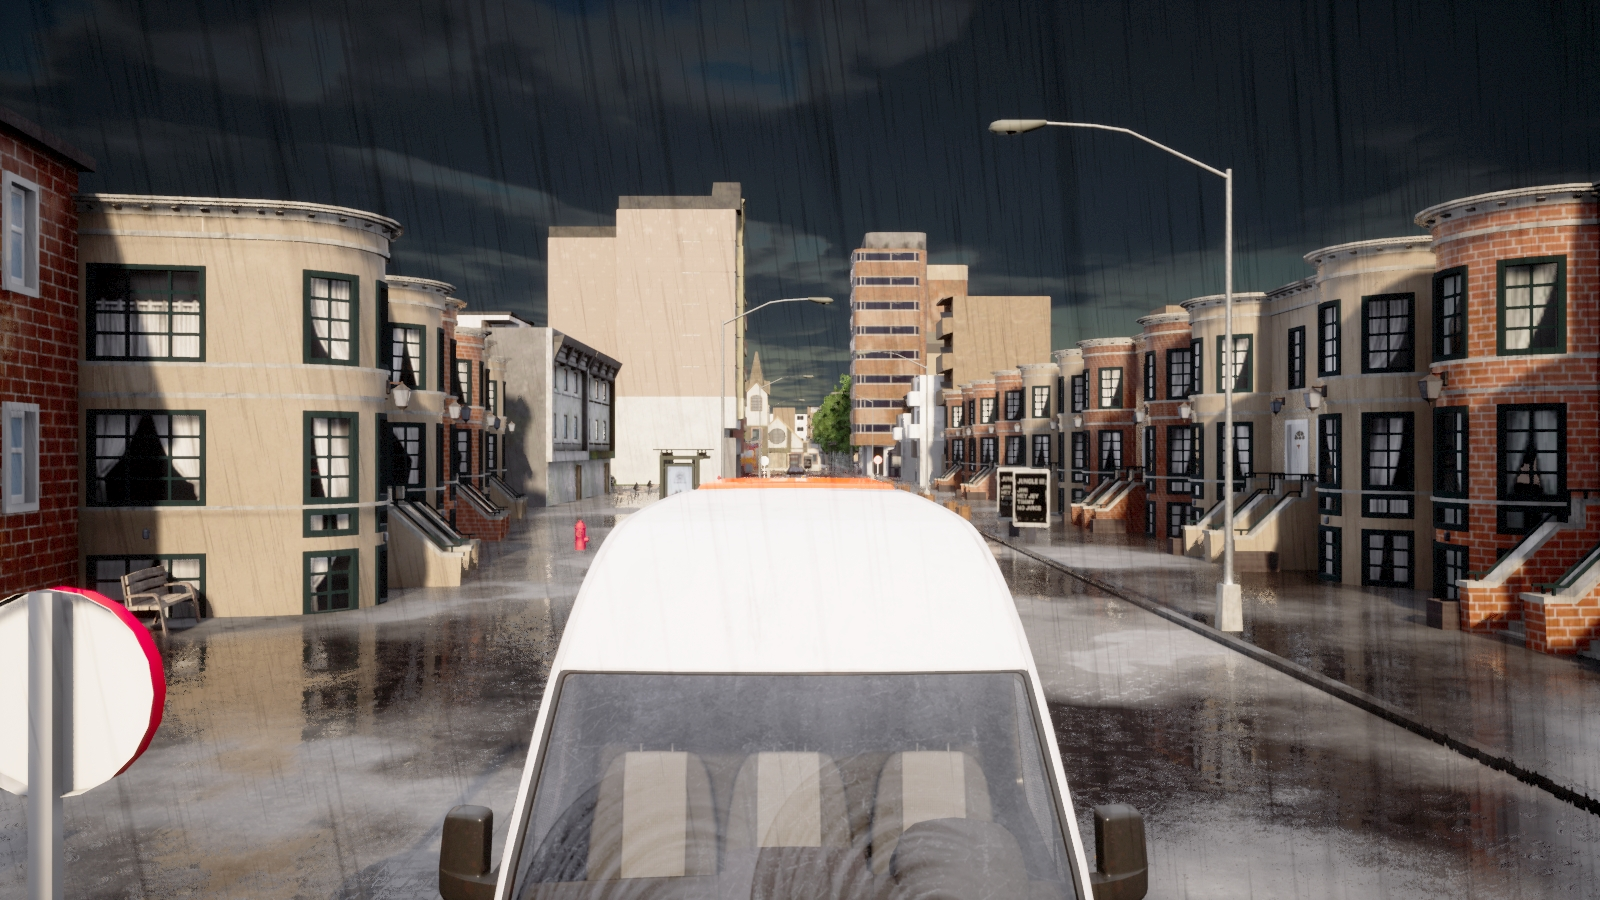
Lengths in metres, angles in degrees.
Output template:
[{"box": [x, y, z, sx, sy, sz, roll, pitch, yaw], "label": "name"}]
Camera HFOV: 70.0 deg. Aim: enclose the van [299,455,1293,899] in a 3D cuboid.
[{"box": [-0.019, 1.314, 5.243, 1.988, 2.561, 5.915, 0, 0, 0], "label": "van"}]
